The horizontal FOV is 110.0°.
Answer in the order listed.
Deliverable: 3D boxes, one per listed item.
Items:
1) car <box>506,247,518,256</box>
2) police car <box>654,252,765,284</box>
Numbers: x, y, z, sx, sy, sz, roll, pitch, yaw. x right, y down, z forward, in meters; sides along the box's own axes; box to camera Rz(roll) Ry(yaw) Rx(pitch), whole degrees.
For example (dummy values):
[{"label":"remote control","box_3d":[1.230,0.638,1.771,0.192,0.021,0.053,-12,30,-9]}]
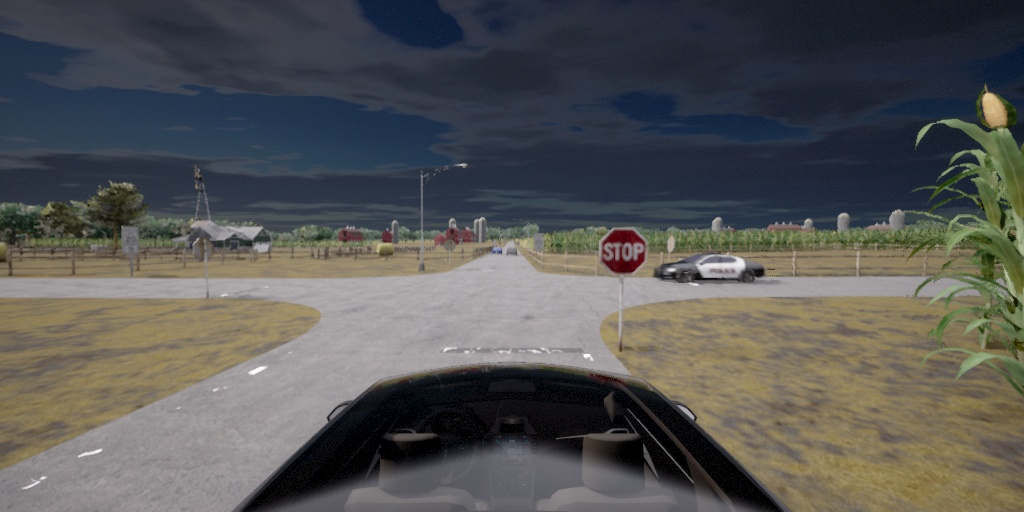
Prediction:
[{"label":"car","box_3d":[-0.008,-0.842,61.799,2.128,1.511,4.902,0,2,0]},{"label":"police car","box_3d":[9.986,0.590,18.446,4.974,1.542,2.038,0,3,0]}]
